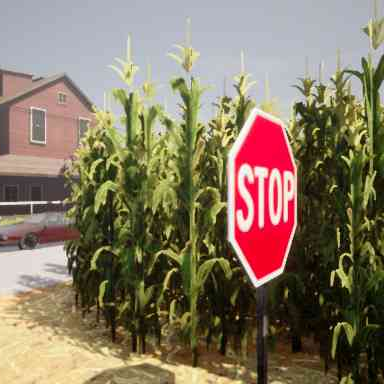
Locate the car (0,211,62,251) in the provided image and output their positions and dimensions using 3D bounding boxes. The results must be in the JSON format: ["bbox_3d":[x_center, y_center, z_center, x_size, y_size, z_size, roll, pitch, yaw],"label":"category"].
[{"bbox_3d":[-5.965,1.545,14.533,2.033,1.411,5.357,0,0,36],"label":"car"}]
